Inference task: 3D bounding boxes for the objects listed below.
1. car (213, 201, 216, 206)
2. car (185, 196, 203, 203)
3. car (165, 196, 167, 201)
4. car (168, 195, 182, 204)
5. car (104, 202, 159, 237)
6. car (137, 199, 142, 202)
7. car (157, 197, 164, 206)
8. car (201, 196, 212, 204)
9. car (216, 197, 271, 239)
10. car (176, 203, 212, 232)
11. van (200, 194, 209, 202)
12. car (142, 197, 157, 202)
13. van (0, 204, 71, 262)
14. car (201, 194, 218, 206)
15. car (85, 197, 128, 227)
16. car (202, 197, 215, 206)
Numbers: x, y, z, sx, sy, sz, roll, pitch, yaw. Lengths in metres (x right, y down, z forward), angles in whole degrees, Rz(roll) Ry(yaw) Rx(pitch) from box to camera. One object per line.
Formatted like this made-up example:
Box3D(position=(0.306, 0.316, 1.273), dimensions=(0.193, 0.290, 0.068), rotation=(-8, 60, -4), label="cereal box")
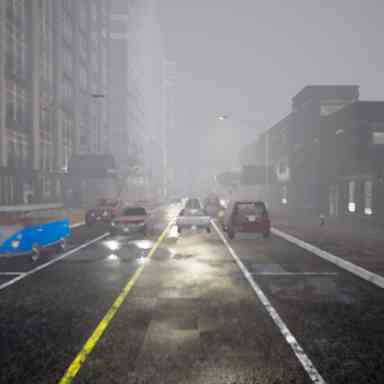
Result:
Box3D(position=(2.681, 1.503, 22.939), dimensions=(1.752, 1.417, 4.829), rotation=(-1, 0, 0), label="car")
Box3D(position=(0.103, 1.484, 41.790), dimensions=(1.812, 1.442, 4.674), rotation=(0, 0, 0), label="car")
Box3D(position=(-5.698, 1.469, 55.818), dimensions=(1.752, 1.417, 4.829), rotation=(-1, 0, 0), label="car")
Box3D(position=(-2.995, 1.511, 63.611), dimensions=(1.994, 1.385, 4.181), rotation=(0, 0, 0), label="car")
Box3D(position=(-3.097, 1.508, 17.960), dimensions=(1.812, 1.442, 4.674), rotation=(0, 0, 0), label="car")
Box3D(position=(-5.699, 1.497, 28.145), dimensions=(1.752, 1.417, 4.829), rotation=(-1, 0, 0), label="car")
Box3D(position=(-5.698, 1.475, 50.284), dimensions=(1.752, 1.417, 4.829), rotation=(-1, 0, 0), label="car")
Box3D(position=(2.684, 1.520, 61.511), dimensions=(1.802, 1.307, 4.206), rotation=(-1, 0, 0), label="car")
Box3D(position=(2.677, 1.298, 17.234), dimensions=(2.192, 1.841, 5.009), rotation=(-1, 0, 0), label="car")
Box3D(position=(0.099, 1.581, 19.841), dimensions=(1.895, 1.301, 4.718), rotation=(0, 0, 0), label="car")
Box3D(position=(2.681, 1.268, 72.579), dimensions=(1.690, 1.788, 3.998), rotation=(-1, 0, 0), label="van")
Box3D(position=(-5.698, 1.505, 39.384), dimensions=(1.887, 1.381, 4.507), rotation=(-1, 0, 0), label="car")
Box3D(position=(-5.703, 1.329, 11.710), dimensions=(1.690, 1.788, 3.998), rotation=(-1, 0, 0), label="van")
Box3D(position=(2.679, 1.270, 44.907), dimensions=(2.192, 1.841, 5.009), rotation=(-1, 0, 0), label="car")
Box3D(position=(-5.702, 1.292, 22.779), dimensions=(2.192, 1.841, 5.009), rotation=(-1, 0, 0), label="car")
Box3D(position=(2.683, 1.510, 55.976), dimensions=(1.947, 1.339, 4.313), rotation=(-1, 0, 0), label="car")
